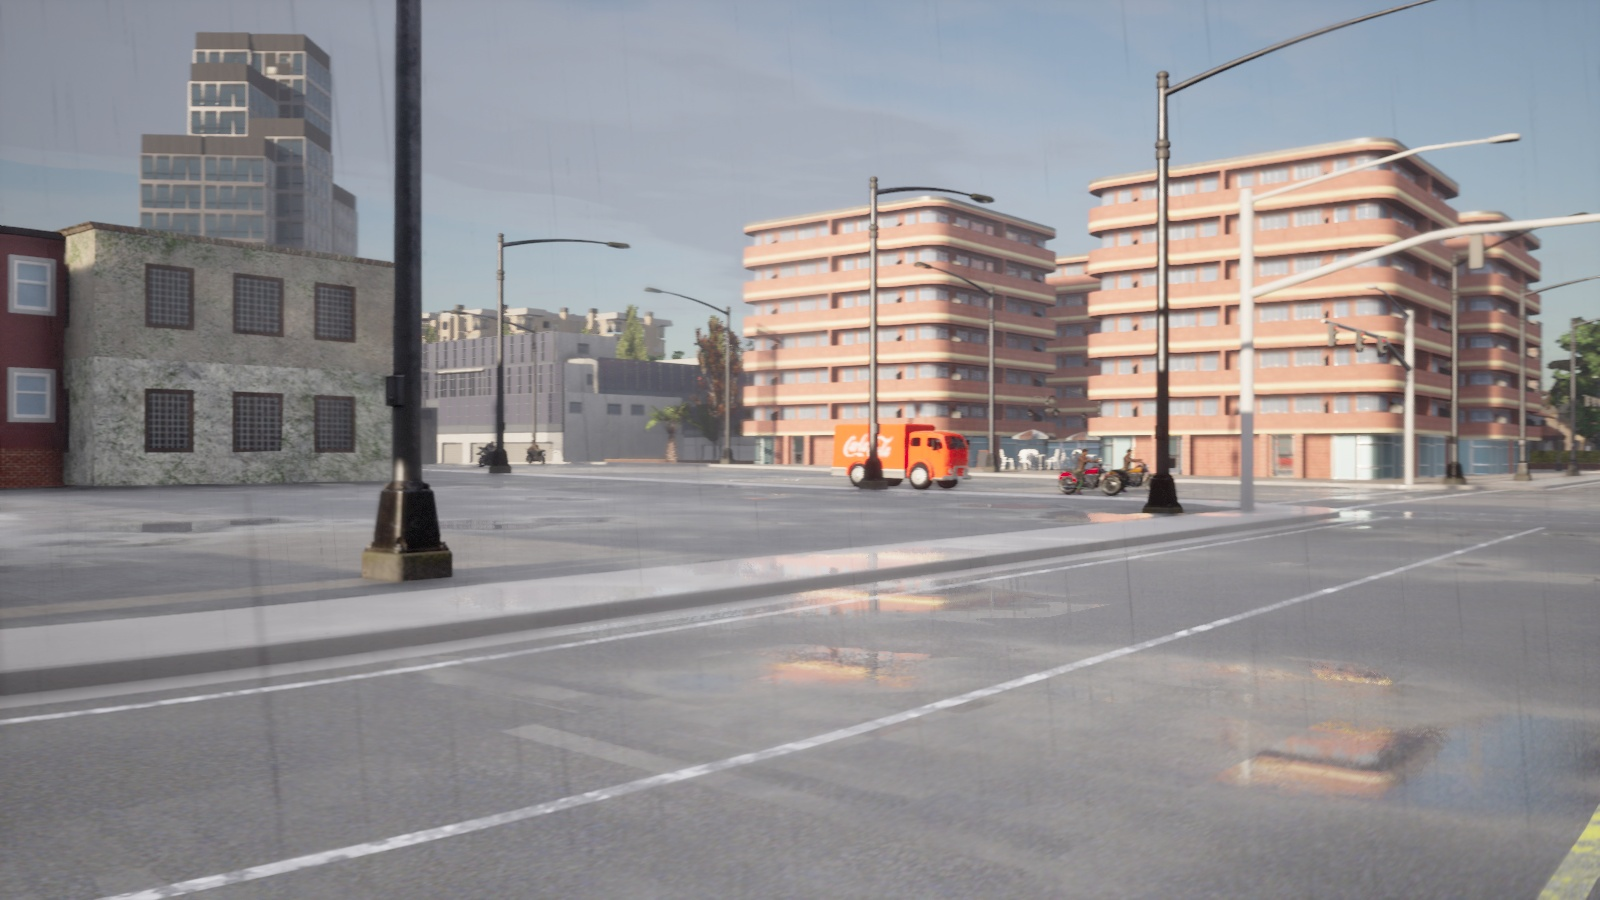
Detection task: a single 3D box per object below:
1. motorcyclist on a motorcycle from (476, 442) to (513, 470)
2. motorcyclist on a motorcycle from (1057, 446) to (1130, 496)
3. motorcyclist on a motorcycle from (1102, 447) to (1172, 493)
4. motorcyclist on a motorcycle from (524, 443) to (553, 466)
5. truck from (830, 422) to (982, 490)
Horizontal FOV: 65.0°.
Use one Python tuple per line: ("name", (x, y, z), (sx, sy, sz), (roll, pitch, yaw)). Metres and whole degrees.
("motorcyclist on a motorcycle", (-17.050, 0.351, 70.149), (2.191, 1.530, 0.866), (1, 0, 39))
("motorcyclist on a motorcycle", (10.086, 0.710, 43.250), (2.350, 1.649, 0.766), (1, 0, 39))
("motorcyclist on a motorcycle", (12.328, 0.711, 45.938), (2.350, 1.649, 0.766), (1, 0, 39))
("motorcyclist on a motorcycle", (-17.564, 0.277, 84.178), (2.044, 1.523, 0.797), (0, 0, 39))
("truck", (4.040, 0.202, 48.236), (5.204, 2.467, 2.627), (1, 0, 40))
